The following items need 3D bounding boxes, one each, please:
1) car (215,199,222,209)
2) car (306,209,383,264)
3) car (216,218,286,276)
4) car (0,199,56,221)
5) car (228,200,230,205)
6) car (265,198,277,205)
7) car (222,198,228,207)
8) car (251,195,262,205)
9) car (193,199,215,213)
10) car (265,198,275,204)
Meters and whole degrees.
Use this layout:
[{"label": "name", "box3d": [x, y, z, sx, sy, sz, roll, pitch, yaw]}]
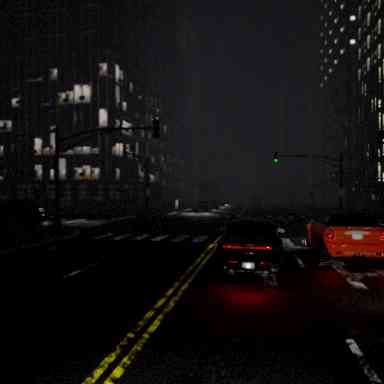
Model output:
[{"label": "car", "box3d": [3.129, 1.871, 51.418, 1.837, 1.490, 4.892, 0, 0, 11]}, {"label": "car", "box3d": [5.663, 1.460, 12.629, 2.097, 1.767, 4.553, 0, 0, 11]}, {"label": "car", "box3d": [1.913, 1.590, 10.717, 1.837, 1.490, 4.892, 0, 0, 12]}, {"label": "car", "box3d": [-13.475, 1.379, 27.224, 4.553, 1.767, 2.097, 1, 1, 12]}, {"label": "car", "box3d": [6.932, 2.051, 70.320, 1.994, 1.385, 4.181, 0, 0, 11]}, {"label": "car", "box3d": [17.047, 2.058, 71.151, 1.812, 1.442, 4.674, 0, 0, 11]}, {"label": "car", "box3d": [4.941, 1.956, 60.532, 1.812, 1.442, 4.674, 0, 0, 11]}, {"label": "car", "box3d": [13.588, 1.736, 70.477, 2.150, 2.045, 5.566, 0, 0, 11]}, {"label": "car", "box3d": [1.349, 1.826, 42.322, 1.812, 1.442, 4.674, 0, 0, 11]}, {"label": "car", "box3d": [18.872, 2.121, 80.542, 2.128, 1.511, 4.902, 0, 0, 11]}]
